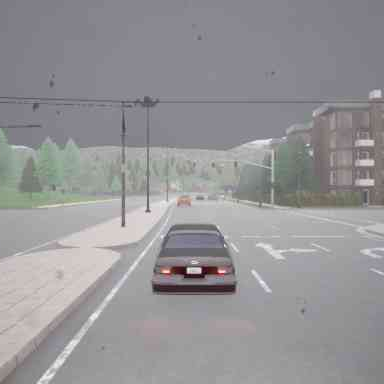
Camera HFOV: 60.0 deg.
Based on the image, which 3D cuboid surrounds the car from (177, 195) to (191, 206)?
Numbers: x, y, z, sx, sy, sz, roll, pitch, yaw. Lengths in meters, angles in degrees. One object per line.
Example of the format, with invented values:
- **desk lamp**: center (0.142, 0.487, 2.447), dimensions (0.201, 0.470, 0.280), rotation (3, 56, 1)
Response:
- **car**: center (-1.298, 1.352, 54.611), dimensions (2.097, 1.767, 4.553), rotation (0, 0, -1)

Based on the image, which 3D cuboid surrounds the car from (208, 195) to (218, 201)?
- **car**: center (5.571, 1.539, 85.475), dimensions (2.033, 1.411, 5.357), rotation (0, 0, 0)

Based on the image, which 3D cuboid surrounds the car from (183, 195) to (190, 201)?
- **car**: center (-1.429, 1.523, 85.436), dimensions (1.812, 1.442, 4.674), rotation (0, 0, 0)

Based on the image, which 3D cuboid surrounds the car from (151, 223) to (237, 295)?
- **car**: center (0.052, 1.547, 8.865), dimensions (2.033, 1.411, 5.357), rotation (0, 0, 0)

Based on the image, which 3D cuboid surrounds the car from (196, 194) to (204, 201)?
- **car**: center (2.071, 1.477, 85.471), dimensions (1.882, 1.535, 5.008), rotation (0, 0, 0)
